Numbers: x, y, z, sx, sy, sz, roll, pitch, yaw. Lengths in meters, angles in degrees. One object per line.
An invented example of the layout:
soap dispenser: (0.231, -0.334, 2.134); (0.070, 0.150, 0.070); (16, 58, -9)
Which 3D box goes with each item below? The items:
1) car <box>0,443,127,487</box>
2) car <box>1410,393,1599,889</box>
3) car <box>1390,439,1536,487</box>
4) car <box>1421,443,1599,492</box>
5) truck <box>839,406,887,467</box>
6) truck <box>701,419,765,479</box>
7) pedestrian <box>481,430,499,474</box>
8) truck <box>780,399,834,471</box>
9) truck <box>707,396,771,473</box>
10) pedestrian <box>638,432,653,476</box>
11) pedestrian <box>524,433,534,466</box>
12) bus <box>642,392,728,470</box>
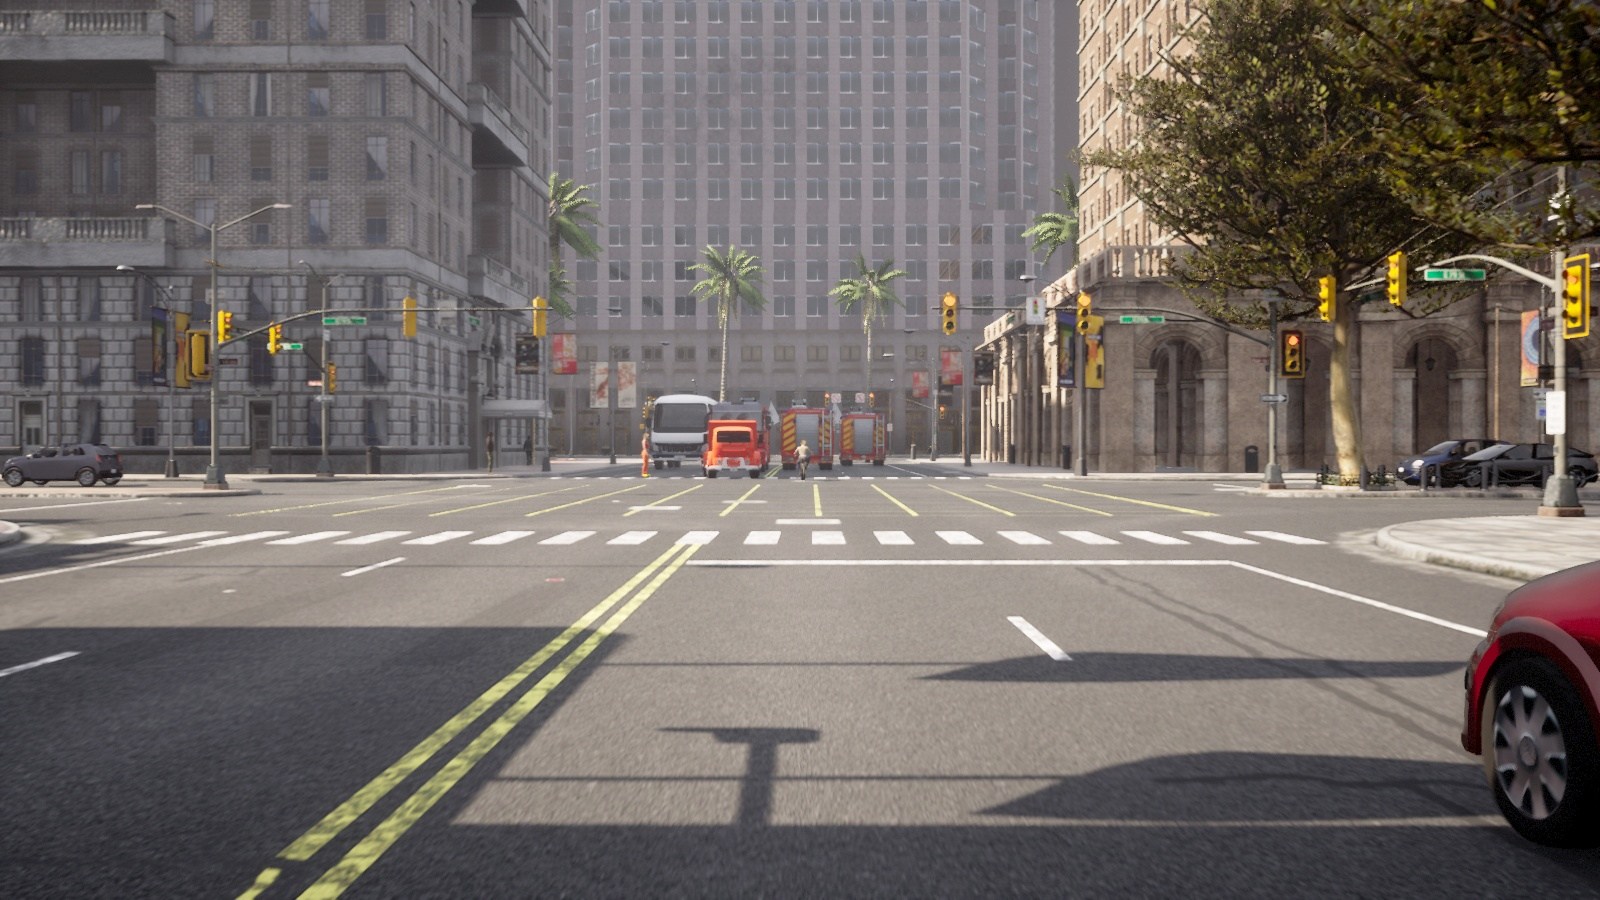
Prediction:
car: (-25.605, 0.495, 43.481); (3.633, 1.501, 1.845); (0, 0, 1)
car: (3.535, 0.628, 3.390); (1.851, 1.617, 3.988); (0, 0, 0)
car: (22.598, 0.421, 42.921); (3.988, 1.617, 1.851); (0, 0, 1)
car: (22.405, 0.542, 39.391); (4.792, 1.488, 2.163); (0, 0, 2)
truck: (4.116, -0.888, 84.038); (2.891, 3.827, 8.468); (0, 0, 1)
truck: (-2.931, -0.051, 54.198); (2.627, 2.467, 5.204); (0, 1, -4)
pedestrian: (-13.131, 0.093, 53.234); (0.703, 1.840, 0.431); (0, 0, -5)
truck: (0.425, -0.819, 71.266); (2.891, 3.827, 8.468); (0, 0, 0)
truck: (-3.113, -0.794, 66.247); (2.891, 3.827, 8.468); (0, 0, 0)
pedestrian: (-6.505, 0.182, 52.874); (0.594, 1.836, 0.345); (0, 0, 6)
pedestrian: (-16.104, -0.030, 74.604); (0.423, 1.949, 0.788); (0, 0, -1)
bus: (-6.552, -1.048, 73.292); (3.944, 4.253, 10.273); (0, 0, 1)
